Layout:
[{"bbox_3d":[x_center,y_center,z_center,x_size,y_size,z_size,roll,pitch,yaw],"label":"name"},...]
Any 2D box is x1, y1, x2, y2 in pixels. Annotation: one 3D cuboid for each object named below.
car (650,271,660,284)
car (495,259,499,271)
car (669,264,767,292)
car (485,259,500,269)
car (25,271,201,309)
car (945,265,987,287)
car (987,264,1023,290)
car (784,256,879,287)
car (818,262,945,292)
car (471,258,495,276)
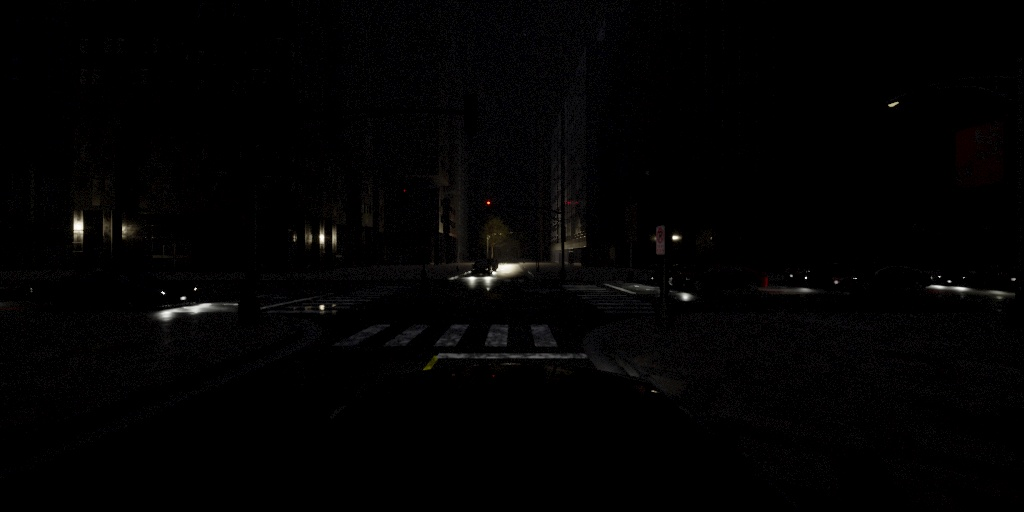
[{"bbox_3d":[11.854,1.258,24.161,4.892,1.490,1.837,0,0,-1],"label":"car"},{"bbox_3d":[-3.115,1.101,47.260,2.097,1.767,4.553,0,0,0],"label":"car"},{"bbox_3d":[12.007,1.237,20.905,5.008,1.535,1.882,0,0,1],"label":"car"},{"bbox_3d":[-3.126,1.241,57.176,2.128,1.511,4.902,0,0,0],"label":"car"},{"bbox_3d":[-15.762,1.294,14.305,5.357,1.411,2.033,0,0,0],"label":"car"},{"bbox_3d":[32.040,1.327,24.062,5.357,1.411,2.033,0,0,0],"label":"car"},{"bbox_3d":[31.944,1.007,20.812,5.566,2.045,2.150,0,0,0],"label":"car"},{"bbox_3d":[21.585,0.987,24.097,5.566,2.045,2.150,0,0,1],"label":"car"},{"bbox_3d":[21.331,1.262,20.862,4.902,1.511,2.128,0,0,0],"label":"car"},{"bbox_3d":[-3.101,1.227,37.480,1.882,1.535,5.008,0,0,1],"label":"car"}]
